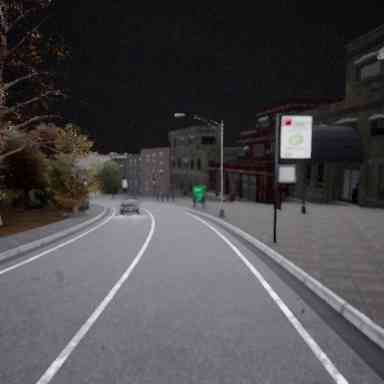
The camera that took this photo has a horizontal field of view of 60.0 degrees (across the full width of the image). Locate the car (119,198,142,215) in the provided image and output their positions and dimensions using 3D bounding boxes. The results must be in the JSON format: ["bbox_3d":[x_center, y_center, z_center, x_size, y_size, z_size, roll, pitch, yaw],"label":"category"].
[{"bbox_3d":[-6.048,1.420,32.611,1.837,1.490,4.892,-1,0,-10],"label":"car"}]
